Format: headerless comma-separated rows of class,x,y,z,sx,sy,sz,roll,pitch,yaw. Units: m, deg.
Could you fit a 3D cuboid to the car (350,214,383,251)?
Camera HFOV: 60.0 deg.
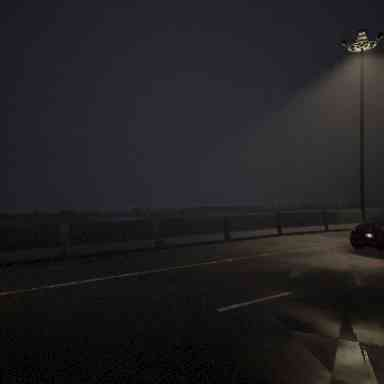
car,8.245,1.573,13.216,4.181,1.385,1.994,0,0,-30
